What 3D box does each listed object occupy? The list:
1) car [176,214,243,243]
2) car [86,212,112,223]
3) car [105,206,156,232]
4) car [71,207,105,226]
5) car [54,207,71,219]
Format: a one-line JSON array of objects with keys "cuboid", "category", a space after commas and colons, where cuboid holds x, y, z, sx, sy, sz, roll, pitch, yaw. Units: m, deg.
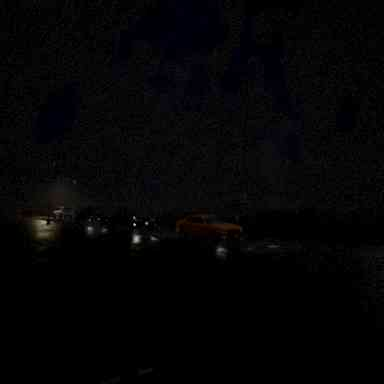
[{"cuboid": [0.942, 2.122, 19.995, 1.882, 1.535, 5.008, 2, -3, -35], "category": "car"}, {"cuboid": [-12.225, 3.279, 43.539, 1.994, 1.385, 4.181, 2, -3, -35], "category": "car"}, {"cuboid": [-5.219, 2.254, 28.670, 2.150, 2.045, 5.566, 2, -3, -36], "category": "car"}, {"cuboid": [-11.435, 2.651, 37.396, 2.150, 2.045, 5.566, 2, -3, -35], "category": "car"}, {"cuboid": [-22.190, 3.573, 57.517, 2.150, 2.045, 5.566, 2, -3, -36], "category": "car"}]
